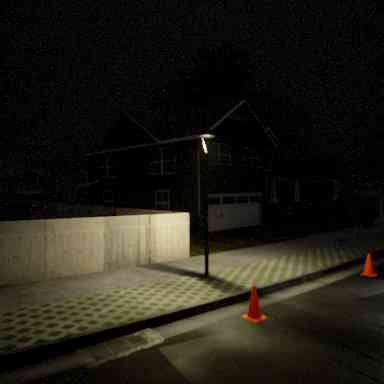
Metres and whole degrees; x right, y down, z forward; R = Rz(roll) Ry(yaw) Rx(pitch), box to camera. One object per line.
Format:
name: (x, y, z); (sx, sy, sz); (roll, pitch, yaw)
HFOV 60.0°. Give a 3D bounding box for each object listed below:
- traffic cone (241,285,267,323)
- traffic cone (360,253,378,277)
traffic cone: (1.117, 1.969, 5.970); (0.340, 0.580, 0.340); (0, 0, -39)
traffic cone: (4.849, 1.982, 9.121); (0.340, 0.580, 0.340); (0, 0, -42)
